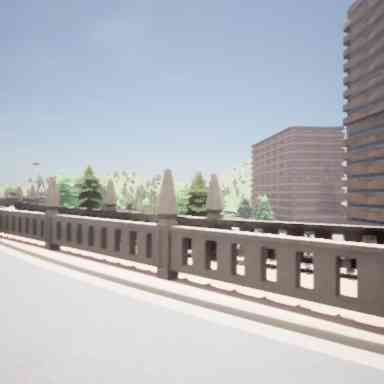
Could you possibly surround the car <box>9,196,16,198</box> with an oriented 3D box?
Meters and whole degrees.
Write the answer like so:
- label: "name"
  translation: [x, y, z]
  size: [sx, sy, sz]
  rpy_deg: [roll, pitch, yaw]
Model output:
- label: "car"
  translation: [-36.147, 1.557, 67.883]
  size: [2.128, 1.511, 4.902]
  rpy_deg: [0, 0, -6]
